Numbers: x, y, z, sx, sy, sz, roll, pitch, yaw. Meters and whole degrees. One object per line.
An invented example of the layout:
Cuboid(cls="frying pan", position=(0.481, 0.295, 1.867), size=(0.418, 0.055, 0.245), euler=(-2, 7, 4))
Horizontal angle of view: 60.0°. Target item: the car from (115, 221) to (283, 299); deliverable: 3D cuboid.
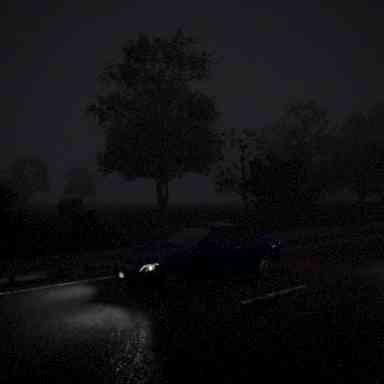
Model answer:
Cuboid(cls="car", position=(0.371, 1.523, 8.572), size=(4.674, 1.442, 1.812), euler=(0, 0, -35))
